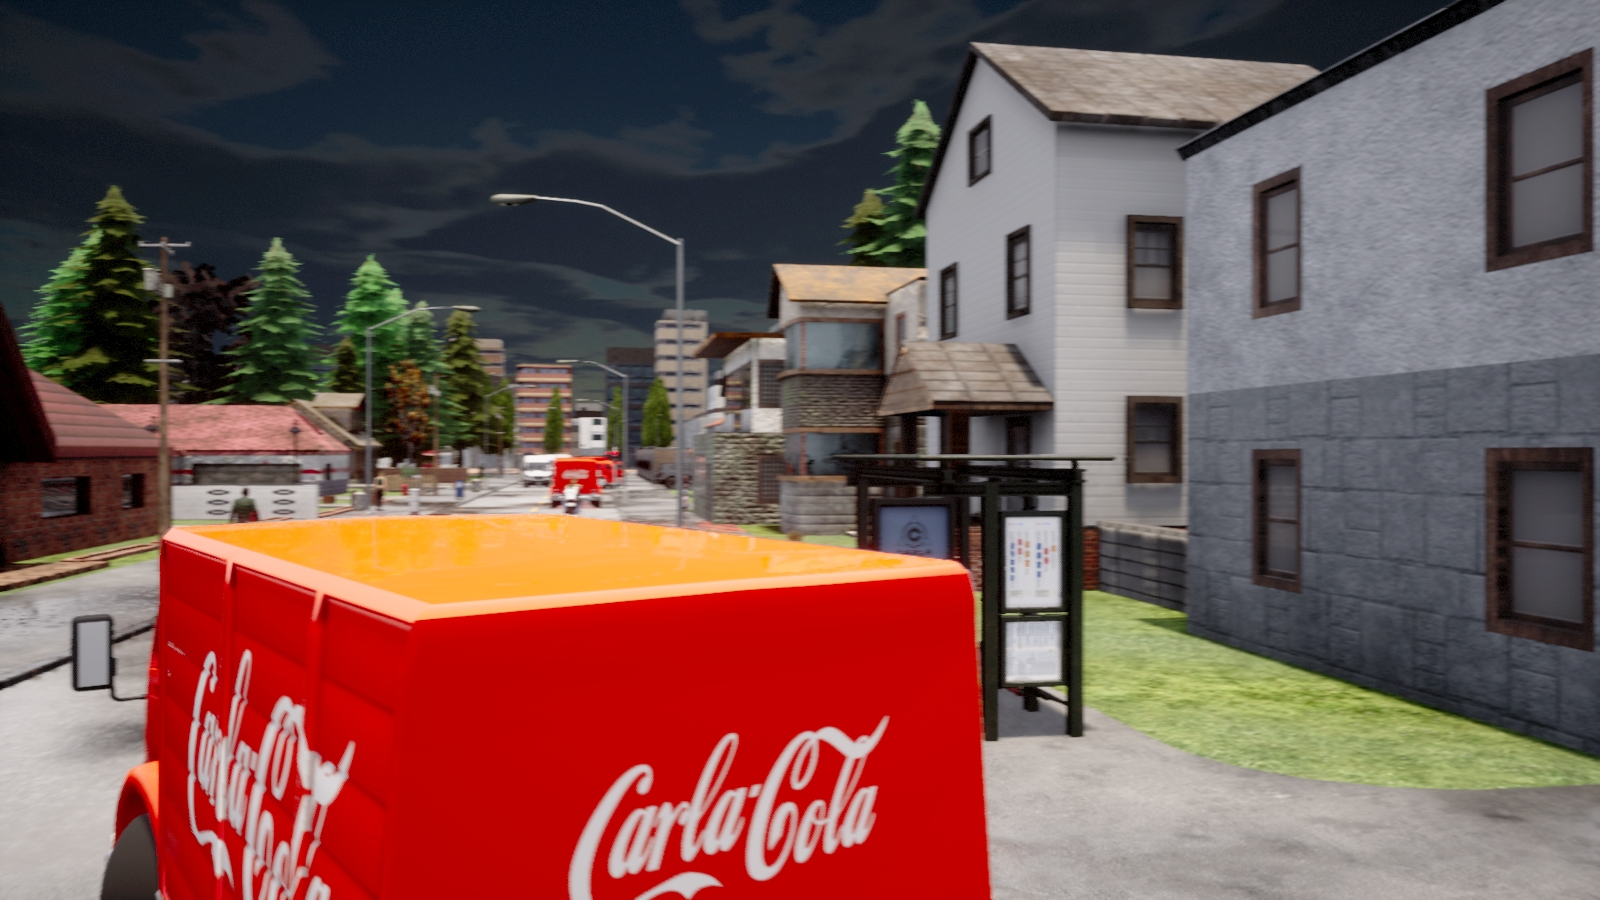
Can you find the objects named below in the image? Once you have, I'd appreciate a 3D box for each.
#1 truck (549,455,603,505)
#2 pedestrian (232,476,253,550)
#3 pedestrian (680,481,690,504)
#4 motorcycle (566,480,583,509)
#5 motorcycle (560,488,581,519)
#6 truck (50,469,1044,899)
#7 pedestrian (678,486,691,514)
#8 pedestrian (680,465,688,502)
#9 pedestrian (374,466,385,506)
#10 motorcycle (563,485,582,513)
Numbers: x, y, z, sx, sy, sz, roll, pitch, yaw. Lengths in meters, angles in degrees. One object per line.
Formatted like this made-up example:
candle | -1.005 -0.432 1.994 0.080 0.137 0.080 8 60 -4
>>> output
truck | -11.659 1.495 59.561 2.627 2.467 5.204 0 0 -10
pedestrian | -14.057 1.585 28.803 0.375 1.860 0.375 0 0 -10
pedestrian | -5.597 2.048 55.547 0.500 1.100 0.500 0 0 -5
motorcycle | -10.647 2.083 53.938 0.764 1.277 2.356 0 0 -10
motorcycle | -9.147 2.106 45.620 0.803 1.145 2.033 0 0 -10
truck | -1.741 1.361 5.433 2.627 2.467 5.204 0 0 -38
pedestrian | -4.698 2.023 46.407 0.500 1.100 0.500 0 0 -9
pedestrian | -5.789 1.671 56.928 0.375 1.860 0.375 0 0 -10
pedestrian | -19.226 1.642 52.256 0.375 1.860 0.375 0 0 -5
motorcycle | -9.880 2.116 49.671 0.803 1.145 2.033 0 0 -10
